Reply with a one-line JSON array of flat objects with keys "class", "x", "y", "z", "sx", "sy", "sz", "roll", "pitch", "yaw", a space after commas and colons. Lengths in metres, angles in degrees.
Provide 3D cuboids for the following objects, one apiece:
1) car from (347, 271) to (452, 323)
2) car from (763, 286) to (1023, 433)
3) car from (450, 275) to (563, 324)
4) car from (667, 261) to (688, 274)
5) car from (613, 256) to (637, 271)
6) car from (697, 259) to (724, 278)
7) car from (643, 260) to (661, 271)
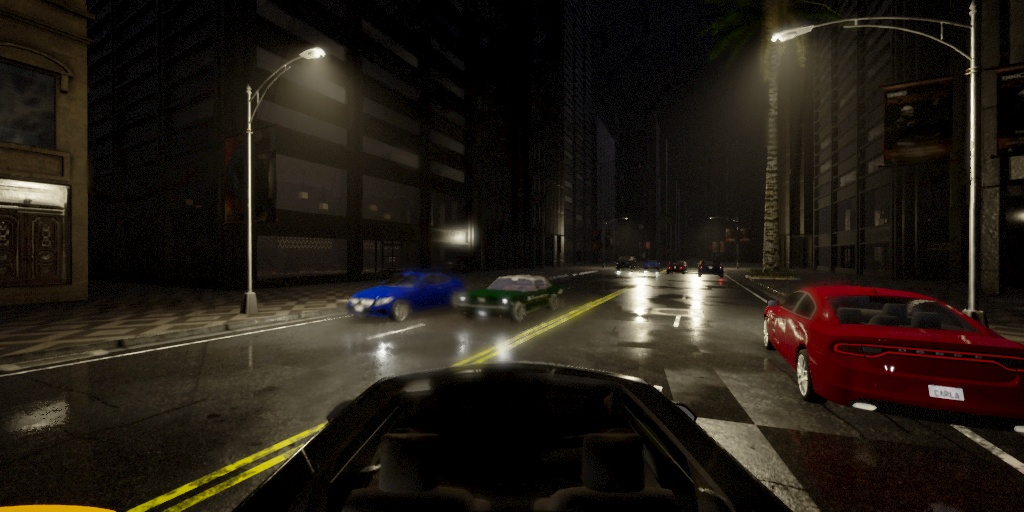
[{"class": "car", "x": -3.394, "y": 1.276, "z": 12.526, "sx": 1.812, "sy": 1.442, "sz": 4.674, "roll": 0, "pitch": 0, "yaw": 27}, {"class": "car", "x": 5.512, "y": 1.228, "z": 5.819, "sx": 1.882, "sy": 1.535, "sz": 5.008, "roll": 0, "pitch": 0, "yaw": 27}, {"class": "car", "x": 0.146, "y": 1.351, "z": 12.304, "sx": 1.895, "sy": 1.301, "sz": 4.718, "roll": 0, "pitch": 0, "yaw": 27}, {"class": "car", "x": 18.638, "y": 1.317, "z": 40.721, "sx": 2.033, "sy": 1.411, "sz": 5.357, "roll": 0, "pitch": 0, "yaw": 27}, {"class": "car", "x": 16.162, "y": 0.998, "z": 50.547, "sx": 2.150, "sy": 2.045, "sz": 5.566, "roll": 0, "pitch": 0, "yaw": 27}, {"class": "car", "x": 19.280, "y": 1.117, "z": 34.899, "sx": 2.097, "sy": 1.767, "sz": 4.553, "roll": 0, "pitch": 0, "yaw": 27}, {"class": "car", "x": 19.561, "y": 1.303, "z": 50.045, "sx": 1.812, "sy": 1.442, "sz": 4.674, "roll": 0, "pitch": 0, "yaw": 27}]
